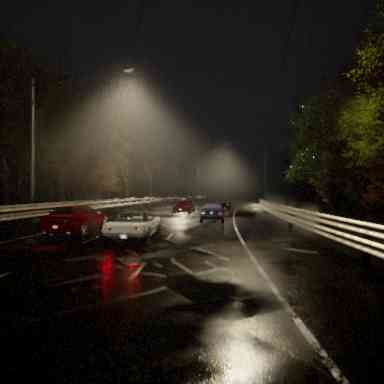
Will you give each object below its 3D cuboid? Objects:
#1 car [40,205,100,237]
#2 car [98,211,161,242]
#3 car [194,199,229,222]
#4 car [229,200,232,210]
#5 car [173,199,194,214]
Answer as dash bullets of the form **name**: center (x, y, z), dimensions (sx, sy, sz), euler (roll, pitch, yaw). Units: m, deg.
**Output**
- **car**: center (-6.132, 1.450, 17.801), dimensions (1.882, 1.535, 5.008), euler (0, 0, 4)
- **car**: center (-2.748, 1.585, 16.304), dimensions (1.895, 1.301, 4.718), euler (0, 0, 4)
- **car**: center (1.656, 1.540, 26.091), dimensions (2.033, 1.411, 5.357), euler (0, 0, 6)
- **car**: center (4.118, 1.594, 42.854), dimensions (1.895, 1.301, 4.718), euler (0, 0, 10)
- **car**: center (-0.809, 1.500, 34.408), dimensions (1.812, 1.442, 4.674), euler (0, 0, 8)
